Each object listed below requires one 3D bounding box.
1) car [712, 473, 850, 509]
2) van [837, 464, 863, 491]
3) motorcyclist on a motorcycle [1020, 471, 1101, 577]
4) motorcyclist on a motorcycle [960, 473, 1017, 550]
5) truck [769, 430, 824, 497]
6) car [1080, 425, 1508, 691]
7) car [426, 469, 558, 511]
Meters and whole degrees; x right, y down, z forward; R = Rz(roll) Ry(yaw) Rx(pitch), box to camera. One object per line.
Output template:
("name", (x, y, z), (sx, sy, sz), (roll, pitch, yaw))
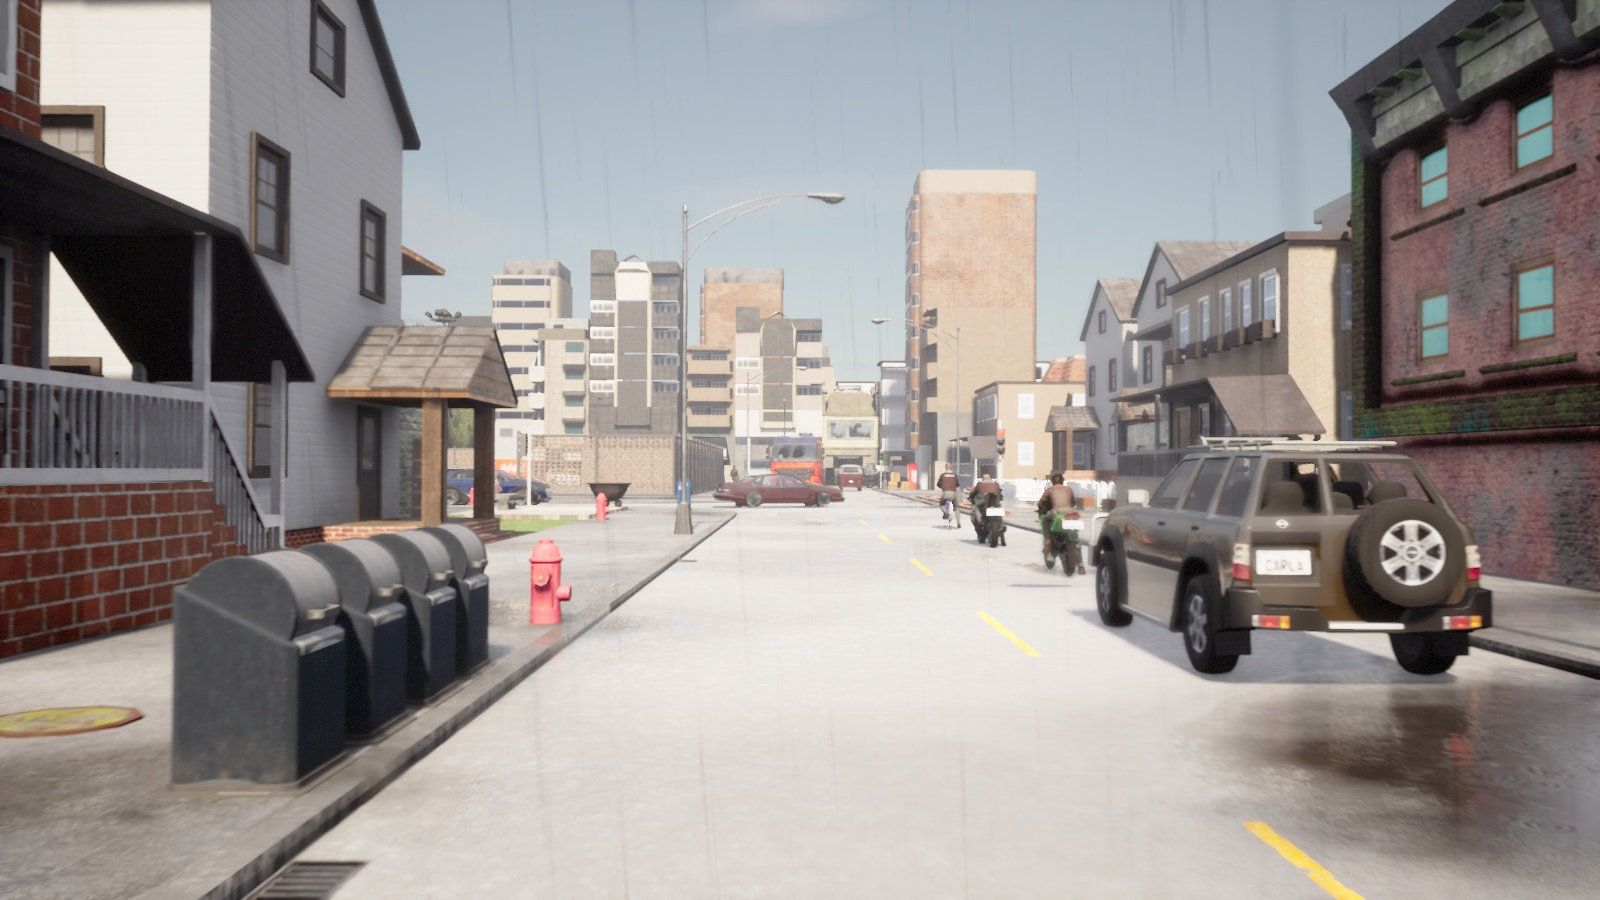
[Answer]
("car", (-0.802, 1.695, 52.107), (5.357, 1.411, 2.033), (0, -1, -19))
("van", (3.766, 2.061, 94.714), (1.775, 1.987, 4.442), (0, -1, 0))
("motorcyclist on a motorcycle", (3.952, 1.085, 19.177), (0.797, 1.523, 2.044), (0, -1, 0))
("motorcyclist on a motorcycle", (3.934, 1.253, 26.369), (0.866, 1.530, 2.191), (0, -1, 0))
("truck", (-0.114, 0.861, 75.972), (2.891, 3.827, 8.468), (0, -1, 3))
("car", (3.972, 0.791, 11.096), (1.932, 1.855, 4.605), (0, -1, 0))
("car", (-12.475, 1.608, 51.118), (4.856, 1.649, 2.033), (0, -1, 0))
